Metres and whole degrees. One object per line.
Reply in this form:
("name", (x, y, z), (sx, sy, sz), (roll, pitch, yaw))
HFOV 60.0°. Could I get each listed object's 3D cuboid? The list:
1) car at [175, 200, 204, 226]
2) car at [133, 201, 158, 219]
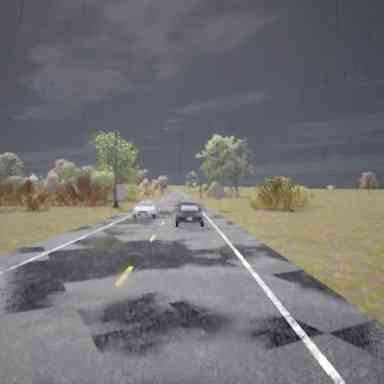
("car", (-0.190, 1.499, 22.919), (1.812, 1.442, 4.674), (0, 0, -1))
("car", (-3.979, 1.490, 28.968), (1.812, 1.442, 4.674), (0, 0, -1))
